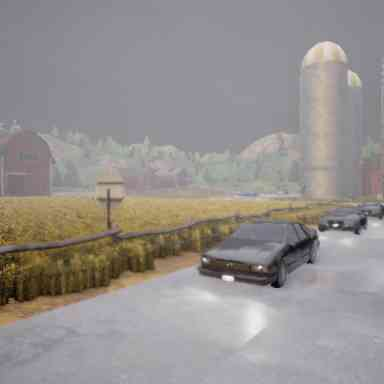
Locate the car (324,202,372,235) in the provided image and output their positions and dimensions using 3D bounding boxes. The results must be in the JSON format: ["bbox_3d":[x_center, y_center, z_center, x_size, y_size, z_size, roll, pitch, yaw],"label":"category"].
[{"bbox_3d":[8.438,1.494,18.528,1.994,1.385,4.181,1,1,35],"label":"car"}]

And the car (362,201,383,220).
[{"bbox_3d":[14.312,1.401,26.790,1.994,1.385,4.181,1,1,36],"label":"car"}]

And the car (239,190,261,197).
[{"bbox_3d":[14.364,0.499,85.460,4.611,1.667,2.242,1,1,35],"label":"car"}]

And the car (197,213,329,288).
[{"bbox_3d":[2.265,1.533,9.644,2.033,1.411,5.357,1,0,33],"label":"car"}]
